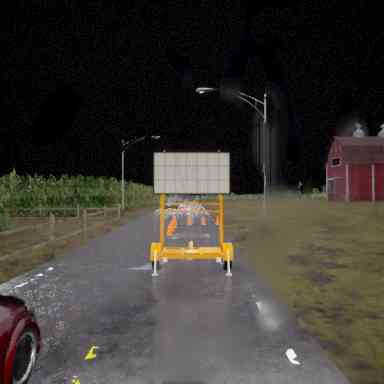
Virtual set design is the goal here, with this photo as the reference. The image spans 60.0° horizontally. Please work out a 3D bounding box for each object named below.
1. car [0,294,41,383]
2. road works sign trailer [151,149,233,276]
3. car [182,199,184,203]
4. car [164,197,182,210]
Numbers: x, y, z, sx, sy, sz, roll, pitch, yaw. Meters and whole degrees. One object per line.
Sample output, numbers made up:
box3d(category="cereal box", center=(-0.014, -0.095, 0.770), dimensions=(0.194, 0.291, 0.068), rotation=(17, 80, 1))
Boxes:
box3d(category="car", center=(-2.852, 1.565, 2.421), dimensions=(1.994, 1.385, 4.181), rotation=(0, 0, 0))
box3d(category="road works sign trailer", center=(-0.009, 0.477, 10.395), dimensions=(2.380, 3.560, 2.880), rotation=(0, 0, 0))
box3d(category="car", center=(-2.856, 1.941, 73.075), dimensions=(1.837, 1.490, 4.892), rotation=(0, -1, 0))
box3d(category="car", center=(-2.915, 1.607, 45.162), dimensions=(2.128, 1.511, 4.902), rotation=(0, 0, 0))
